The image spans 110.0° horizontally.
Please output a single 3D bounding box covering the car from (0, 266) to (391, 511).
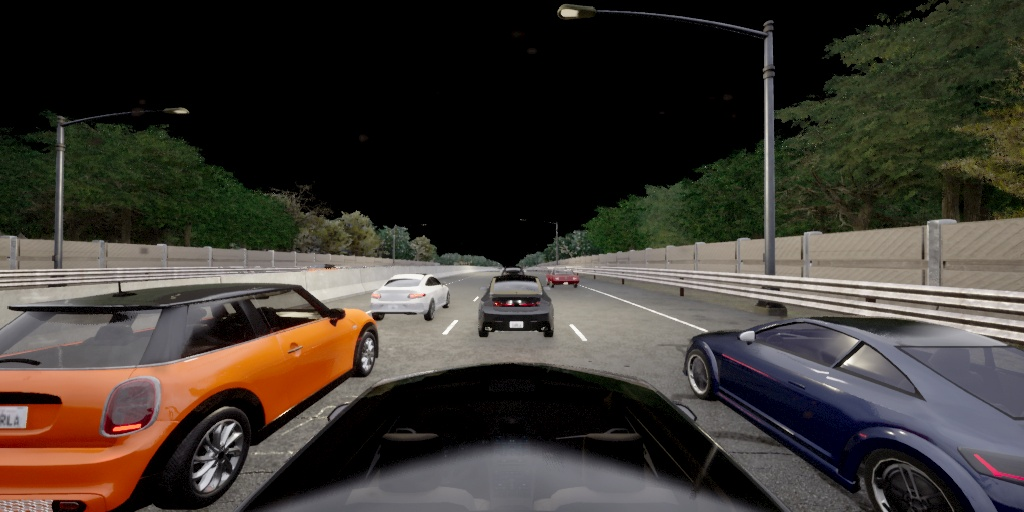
[{"bbox_3d":[-3.403,1.107,4.528,2.097,1.767,4.553,0,0,0],"label":"car"}]

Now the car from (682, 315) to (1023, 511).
[{"bbox_3d":[3.600,1.316,3.801,1.994,1.385,4.181,0,0,0],"label":"car"}]

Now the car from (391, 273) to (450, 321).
[{"bbox_3d":[-3.404,1.327,12.585,1.812,1.442,4.674,0,-1,0],"label":"car"}]

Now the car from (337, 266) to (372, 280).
[{"bbox_3d":[-17.609,1.869,40.295,1.994,1.385,4.181,0,-1,0],"label":"car"}]

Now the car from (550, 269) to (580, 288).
[{"bbox_3d":[3.591,1.593,26.271,1.895,1.301,4.718,0,-1,0],"label":"car"}]

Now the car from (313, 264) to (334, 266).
[{"bbox_3d":[-21.109,1.638,39.481,2.097,1.767,4.553,0,-1,0],"label":"car"}]

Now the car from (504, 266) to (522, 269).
[{"bbox_3d":[0.089,1.538,28.348,1.837,1.490,4.892,0,-1,0],"label":"car"}]

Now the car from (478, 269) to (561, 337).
[{"bbox_3d":[0.097,1.289,10.350,1.837,1.490,4.892,0,0,0],"label":"car"}]
